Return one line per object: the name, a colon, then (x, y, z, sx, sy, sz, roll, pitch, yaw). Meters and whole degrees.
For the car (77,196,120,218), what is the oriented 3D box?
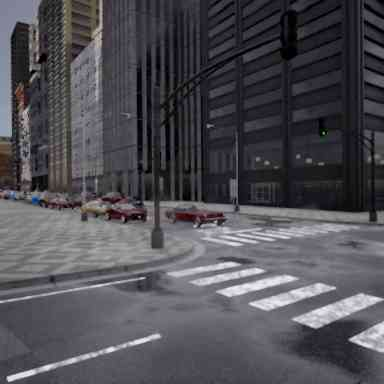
car: (-8.041, 1.350, 28.533, 1.752, 1.417, 4.829, 0, 1, -36)

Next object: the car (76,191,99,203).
car: (-17.731, 0.787, 56.444, 2.192, 1.841, 5.009, 0, 1, -36)

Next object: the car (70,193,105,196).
car: (-12.650, 1.240, 39.598, 2.033, 1.411, 5.357, -1, 1, -36)

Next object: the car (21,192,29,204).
car: (-24.639, 1.121, 51.448, 2.008, 1.369, 4.403, 0, 1, -36)

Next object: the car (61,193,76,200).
car: (-24.331, 0.942, 65.556, 1.802, 1.307, 4.206, 0, 1, -36)

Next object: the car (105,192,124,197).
car: (-11.133, 0.893, 47.334, 2.192, 1.841, 5.009, 0, 1, -36)

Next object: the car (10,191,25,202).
car: (-31.237, 0.899, 60.557, 1.967, 1.590, 4.097, 0, 1, -36)

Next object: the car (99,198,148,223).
car: (-4.841, 1.413, 24.116, 1.887, 1.381, 4.507, 0, 1, -36)

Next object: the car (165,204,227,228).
car: (0.170, 1.476, 21.849, 1.895, 1.301, 4.718, -1, 1, -35)

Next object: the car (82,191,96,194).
car: (-15.751, 1.061, 49.234, 2.128, 1.511, 4.902, -1, 1, -35)

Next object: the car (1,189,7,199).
car: (-37.835, 0.659, 69.666, 2.192, 1.841, 5.009, 0, 1, -36)

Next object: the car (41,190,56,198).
car: (-34.228, 0.502, 79.218, 2.192, 1.841, 5.009, 0, 1, -36)

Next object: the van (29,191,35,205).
van: (-21.338, 0.965, 46.891, 1.690, 1.788, 3.998, 0, 1, -36)

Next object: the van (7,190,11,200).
van: (-34.536, 0.742, 65.111, 1.690, 1.788, 3.998, 0, 1, -36)

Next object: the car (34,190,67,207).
car: (-18.038, 0.991, 42.335, 2.192, 1.841, 5.009, 0, 1, -36)

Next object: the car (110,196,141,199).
car: (-5.660, 1.358, 29.954, 1.994, 1.385, 4.181, -1, 1, -35)

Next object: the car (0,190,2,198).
car: (-41.136, 0.837, 74.223, 2.008, 1.369, 4.403, 0, 1, -36)

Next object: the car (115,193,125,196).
car: (-7.834, 1.194, 42.781, 1.947, 1.339, 4.313, 0, 1, -36)

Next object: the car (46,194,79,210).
car: (-14.740, 1.272, 37.782, 1.887, 1.381, 4.507, 0, 1, -36)

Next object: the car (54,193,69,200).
car: (-27.630, 0.847, 70.111, 1.887, 1.381, 4.507, 0, 1, -36)
